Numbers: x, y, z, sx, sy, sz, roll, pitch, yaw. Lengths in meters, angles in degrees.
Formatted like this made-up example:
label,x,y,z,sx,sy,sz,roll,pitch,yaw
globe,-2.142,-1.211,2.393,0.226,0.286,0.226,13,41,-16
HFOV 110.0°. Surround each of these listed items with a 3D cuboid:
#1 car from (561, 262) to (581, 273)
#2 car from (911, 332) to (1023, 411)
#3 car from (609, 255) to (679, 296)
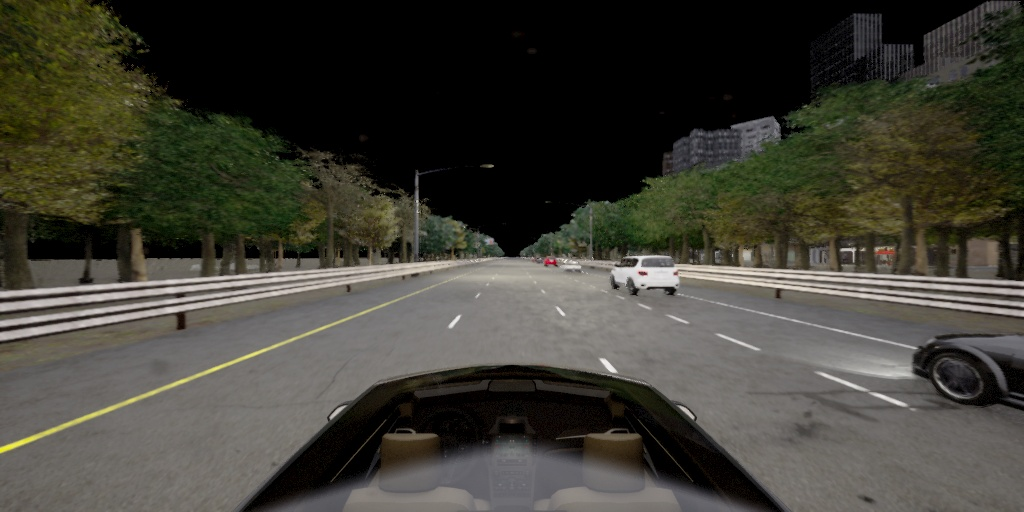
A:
label,x,y,z,sx,sy,sz,roll,pitch,yaw
car,7.080,1.391,43.516,1.895,1.301,4.718,0,0,0
car,7.002,1.315,3.608,1.994,1.385,4.181,0,0,0
car,7.013,0.988,19.548,2.150,2.045,5.566,0,0,0
